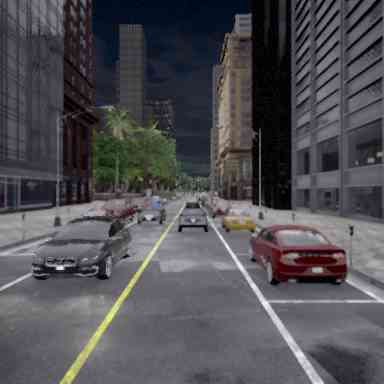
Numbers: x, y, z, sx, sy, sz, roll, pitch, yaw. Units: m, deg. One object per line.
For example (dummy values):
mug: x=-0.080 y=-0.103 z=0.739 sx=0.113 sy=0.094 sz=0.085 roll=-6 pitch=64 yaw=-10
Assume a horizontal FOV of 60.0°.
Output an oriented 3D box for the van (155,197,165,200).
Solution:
van: x=-5.781 y=1.632 z=52.953 sx=1.690 sy=1.788 sz=3.998 roll=0 pitch=0 yaw=0

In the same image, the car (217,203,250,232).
car: x=2.753 y=1.632 z=20.560 sx=1.752 sy=1.417 sz=4.829 roll=0 pitch=0 yaw=0

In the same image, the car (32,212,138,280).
car: x=-3.071 y=1.559 z=10.208 sx=1.837 sy=1.490 sz=4.892 roll=0 pitch=-1 yaw=0

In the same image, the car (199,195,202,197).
car: x=2.743 y=1.637 z=58.365 sx=2.192 sy=1.841 sz=5.009 roll=0 pitch=0 yaw=0

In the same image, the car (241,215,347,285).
car: x=2.756 y=1.593 z=9.539 sx=1.887 sy=1.381 sz=4.507 roll=0 pitch=0 yaw=0

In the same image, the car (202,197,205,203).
car: x=2.747 y=1.810 z=47.514 sx=2.008 sy=1.369 sz=4.403 roll=0 pitch=0 yaw=0

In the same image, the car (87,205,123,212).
car: x=-5.772 y=1.688 z=20.396 sx=1.802 sy=1.307 sz=4.206 roll=0 pitch=0 yaw=0

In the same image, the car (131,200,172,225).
car: x=-3.010 y=1.628 z=25.777 sx=2.128 sy=1.511 sz=4.902 roll=0 pitch=0 yaw=0

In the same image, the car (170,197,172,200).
car: x=-5.784 y=1.964 z=69.230 sx=1.802 sy=1.307 sz=4.206 roll=0 pitch=0 yaw=0

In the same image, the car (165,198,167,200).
car: x=-5.782 y=1.762 z=58.379 sx=1.967 sy=1.590 sz=4.097 roll=0 pitch=0 yaw=0

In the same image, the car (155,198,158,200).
car: x=-5.777 y=1.773 z=42.100 sx=1.887 sy=1.381 sz=4.507 roll=0 pitch=0 yaw=0

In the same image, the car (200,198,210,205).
car: x=2.742 y=1.948 z=69.214 sx=1.947 sy=1.339 sz=4.313 roll=0 pitch=0 yaw=0

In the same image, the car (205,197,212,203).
car: x=2.749 y=1.636 z=36.665 sx=1.967 sy=1.590 sz=4.097 roll=0 pitch=0 yaw=0

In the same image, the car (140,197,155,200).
car: x=-5.777 y=1.512 z=36.675 sx=2.192 sy=1.841 sz=5.009 roll=0 pitch=0 yaw=0

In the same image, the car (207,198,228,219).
car: x=2.750 y=1.606 z=31.240 sx=1.967 sy=1.590 sz=4.097 roll=0 pitch=0 yaw=0

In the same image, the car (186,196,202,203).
car: x=0.086 y=1.732 z=46.658 sx=1.882 sy=1.535 sz=5.008 roll=0 pitch=0 yaw=0

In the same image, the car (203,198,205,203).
car: x=2.747 y=1.772 z=42.089 sx=1.887 sy=1.381 sz=4.507 roll=0 pitch=0 yaw=0

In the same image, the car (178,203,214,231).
car: x=0.071 y=1.658 z=21.268 sx=2.033 sy=1.411 sz=5.357 roll=0 pitch=0 yaw=0

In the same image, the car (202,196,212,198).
car: x=2.745 y=1.817 z=53.109 sx=1.752 sy=1.417 sz=4.829 roll=0 pitch=0 yaw=0

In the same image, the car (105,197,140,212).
car: x=-5.774 y=1.451 z=25.823 sx=2.192 sy=1.841 sz=5.009 roll=0 pitch=0 yaw=0
